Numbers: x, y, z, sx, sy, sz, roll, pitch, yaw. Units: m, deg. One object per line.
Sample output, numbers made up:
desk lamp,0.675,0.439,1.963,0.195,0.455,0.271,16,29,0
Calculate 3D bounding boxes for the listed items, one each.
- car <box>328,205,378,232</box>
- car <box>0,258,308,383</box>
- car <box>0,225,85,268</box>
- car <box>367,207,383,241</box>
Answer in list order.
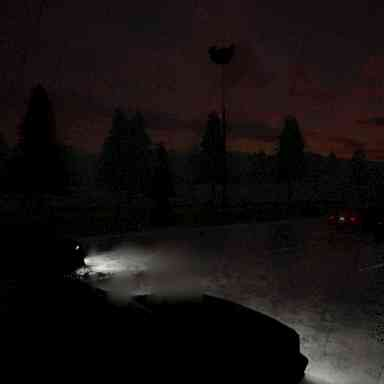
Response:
car,10.251,1.503,19.657,5.357,1.411,2.033,0,0,-36
car,-1.357,1.546,2.779,5.357,1.411,2.033,0,0,-35
car,-5.038,1.562,8.751,4.181,1.385,1.994,0,0,-35
car,10.291,1.525,15.386,4.181,1.385,1.994,0,0,-35
